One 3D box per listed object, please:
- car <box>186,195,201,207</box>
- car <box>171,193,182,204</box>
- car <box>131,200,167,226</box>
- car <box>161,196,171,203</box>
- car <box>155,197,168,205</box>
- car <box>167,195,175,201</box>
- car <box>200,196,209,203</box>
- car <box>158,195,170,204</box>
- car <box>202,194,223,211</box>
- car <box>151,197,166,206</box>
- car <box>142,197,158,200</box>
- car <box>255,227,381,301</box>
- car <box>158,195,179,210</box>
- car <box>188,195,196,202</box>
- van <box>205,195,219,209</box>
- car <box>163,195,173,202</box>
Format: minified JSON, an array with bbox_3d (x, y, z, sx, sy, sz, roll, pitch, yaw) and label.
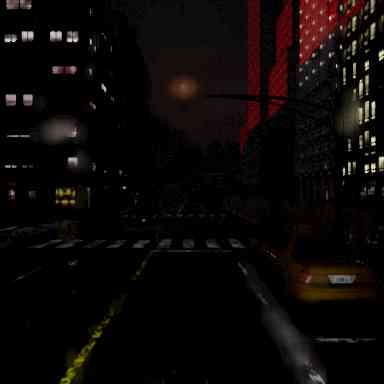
[{"bbox_3d":[0.097,1.554,50.916,1.812,1.442,4.674,0,0,0],"label":"car"},{"bbox_3d":[-3.060,1.271,63.590,2.150,2.045,5.566,0,0,1],"label":"car"},{"bbox_3d":[-3.109,1.566,23.808,1.812,1.442,4.674,0,0,0],"label":"car"},{"bbox_3d":[-5.700,1.647,73.660,1.802,1.307,4.206,0,0,0],"label":"car"},{"bbox_3d":[-5.699,1.591,62.606,1.887,1.381,4.507,0,0,0],"label":"car"},{"bbox_3d":[-5.701,1.623,90.070,1.752,1.417,4.829,0,0,0],"label":"car"},{"bbox_3d":[2.680,1.610,73.661,1.887,1.381,4.507,0,0,0],"label":"car"},{"bbox_3d":[-5.700,1.496,68.134,1.967,1.590,4.097,0,0,0],"label":"car"},{"bbox_3d":[2.682,1.331,40.501,2.192,1.841,5.009,0,0,0],"label":"car"},{"bbox_3d":[-5.699,1.588,57.080,2.008,1.369,4.403,0,0,0],"label":"car"},{"bbox_3d":[-5.697,1.567,40.500,2.008,1.369,4.403,0,0,0],"label":"car"},{"bbox_3d":[2.685,1.526,8.258,1.752,1.417,4.829,0,0,0],"label":"car"},{"bbox_3d":[-3.103,1.497,43.365,1.882,1.535,5.008,0,0,0],"label":"car"},{"bbox_3d":[-0.006,1.576,79.241,1.837,1.490,4.892,0,0,0],"label":"car"},{"bbox_3d":[2.681,1.363,46.027,1.690,1.788,3.998,0,0,0],"label":"van"},{"bbox_3d":[-5.701,1.516,79.187,1.967,1.590,4.097,0,0,0],"label":"car"}]
